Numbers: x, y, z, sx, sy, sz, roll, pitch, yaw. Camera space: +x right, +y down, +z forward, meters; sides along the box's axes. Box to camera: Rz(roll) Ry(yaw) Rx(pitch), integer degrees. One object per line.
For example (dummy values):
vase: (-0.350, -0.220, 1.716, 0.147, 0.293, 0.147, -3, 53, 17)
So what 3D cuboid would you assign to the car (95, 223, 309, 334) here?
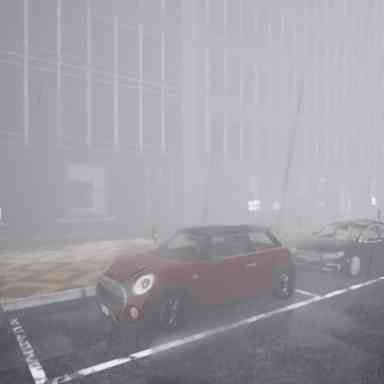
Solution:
car: (0.189, 1.436, 6.696, 4.097, 1.590, 1.967, 0, 0, -36)

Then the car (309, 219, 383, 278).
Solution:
car: (4.823, 1.539, 10.001, 4.403, 1.369, 2.008, 0, 0, -36)

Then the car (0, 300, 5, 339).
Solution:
car: (-4.445, 1.553, 3.389, 4.403, 1.369, 2.008, 0, 0, -36)
